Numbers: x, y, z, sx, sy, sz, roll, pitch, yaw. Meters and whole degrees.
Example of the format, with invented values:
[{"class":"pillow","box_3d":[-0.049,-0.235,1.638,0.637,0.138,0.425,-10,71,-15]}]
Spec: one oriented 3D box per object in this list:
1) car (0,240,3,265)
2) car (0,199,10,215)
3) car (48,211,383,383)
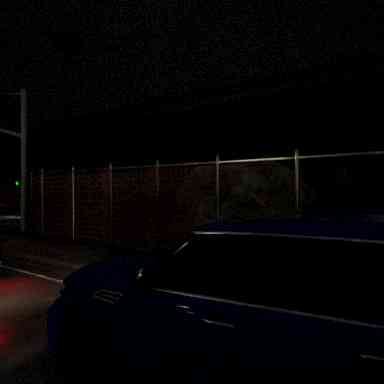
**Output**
[{"class":"car","box_3d":[-7.128,1.492,9.074,4.902,1.511,2.128,0,0,33]},{"class":"car","box_3d":[-20.227,1.408,31.938,2.097,1.767,4.553,0,0,37]},{"class":"car","box_3d":[0.884,1.219,3.359,5.566,2.045,2.150,0,0,35]}]
